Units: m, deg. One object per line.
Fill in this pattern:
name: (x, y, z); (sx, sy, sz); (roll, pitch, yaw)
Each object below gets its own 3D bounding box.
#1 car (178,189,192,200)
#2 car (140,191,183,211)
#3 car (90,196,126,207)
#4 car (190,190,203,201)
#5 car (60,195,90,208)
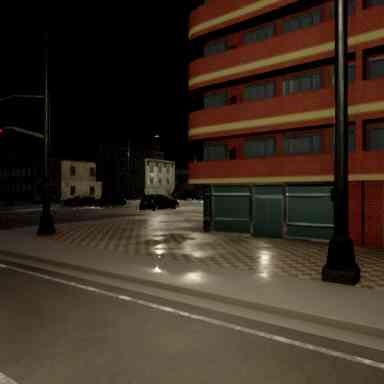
car: (-1.690, 0.543, 61.623); (2.150, 2.045, 5.566); (0, 1, 37)
car: (-3.429, 1.063, 35.578); (2.097, 1.767, 4.553); (0, 1, 37)
car: (-10.727, 1.233, 43.689); (1.994, 1.385, 4.181); (0, 1, 36)
car: (2.434, 0.760, 61.271); (1.882, 1.535, 5.008); (0, 1, 37)
car: (-14.903, 1.200, 43.929); (2.128, 1.511, 4.902); (0, 1, 37)
